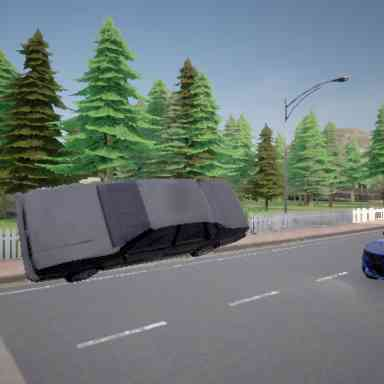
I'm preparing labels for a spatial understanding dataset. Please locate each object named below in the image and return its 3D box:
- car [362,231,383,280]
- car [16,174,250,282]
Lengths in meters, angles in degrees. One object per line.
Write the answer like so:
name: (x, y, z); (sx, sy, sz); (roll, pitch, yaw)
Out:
car: (6.466, 1.478, 8.844); (5.008, 1.535, 1.882); (0, 0, -36)
car: (-0.880, 0.544, 7.526); (5.357, 2.033, 1.411); (-4, -30, -35)
